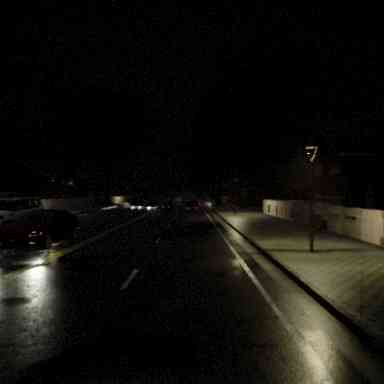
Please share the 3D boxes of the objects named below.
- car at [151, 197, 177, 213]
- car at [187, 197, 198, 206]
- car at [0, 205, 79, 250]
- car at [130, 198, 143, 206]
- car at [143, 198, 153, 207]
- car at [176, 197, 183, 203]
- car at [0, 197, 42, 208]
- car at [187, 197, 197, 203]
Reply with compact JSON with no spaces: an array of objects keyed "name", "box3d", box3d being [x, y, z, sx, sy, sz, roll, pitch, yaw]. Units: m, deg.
[{"name":"car","box3d":[-3.157,1.699,39.143,2.033,1.411,5.357,0,0,0]},{"name":"car","box3d":[0.090,1.764,58.478,1.812,1.442,4.674,0,0,0]},{"name":"car","box3d":[-6.602,1.531,14.751,1.882,1.535,5.008,0,0,0]},{"name":"car","box3d":[-9.795,1.806,59.654,1.994,1.385,4.181,0,0,1]},{"name":"car","box3d":[-6.552,1.793,56.606,1.994,1.385,4.181,0,0,1]},{"name":"car","box3d":[-3.262,1.849,76.842,1.812,1.442,4.674,0,0,0]},{"name":"car","box3d":[-9.853,1.286,17.744,2.150,2.045,5.566,0,0,0]},{"name":"car","box3d":[-0.013,1.862,79.482,2.128,1.511,4.902,0,0,0]}]
